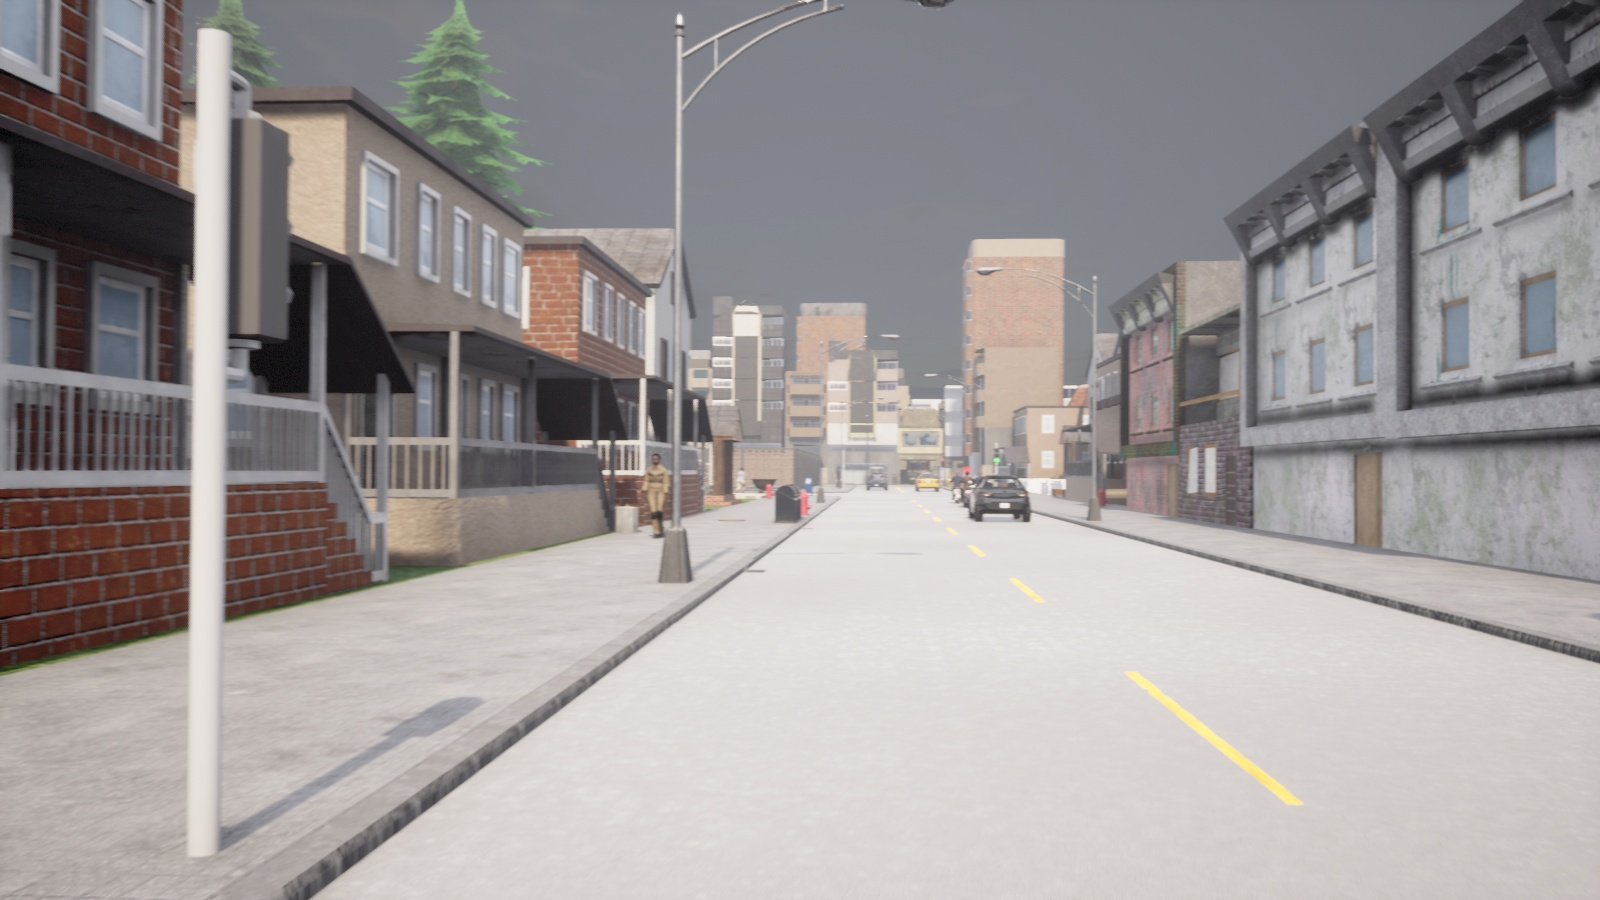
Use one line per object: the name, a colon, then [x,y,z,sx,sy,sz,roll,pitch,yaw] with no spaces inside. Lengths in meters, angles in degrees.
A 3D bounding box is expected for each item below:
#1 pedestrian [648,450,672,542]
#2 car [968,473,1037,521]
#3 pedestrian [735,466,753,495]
pedestrian: [-2.987,0.980,26.758,0.396,1.930,0.692,0,-1,3]
car: [6.537,1.501,40.921,1.816,1.474,4.193,0,-1,4]
pedestrian: [-3.628,1.970,80.882,0.874,1.855,0.900,-1,-1,23]
